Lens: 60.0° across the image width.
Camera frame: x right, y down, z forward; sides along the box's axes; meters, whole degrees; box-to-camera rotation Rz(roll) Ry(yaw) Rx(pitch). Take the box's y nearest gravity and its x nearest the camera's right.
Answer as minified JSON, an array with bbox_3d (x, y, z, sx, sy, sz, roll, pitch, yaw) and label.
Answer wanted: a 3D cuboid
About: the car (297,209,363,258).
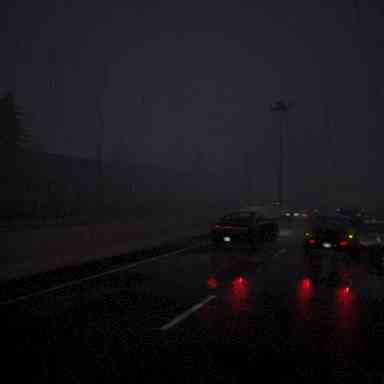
[{"bbox_3d":[5.778,1.664,13.554,1.812,1.442,4.674,0,0,28],"label":"car"}]

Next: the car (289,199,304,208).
[{"bbox_3d":[19.744,2.100,62.623,1.812,1.442,4.674,0,0,28],"label":"car"}]

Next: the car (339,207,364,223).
[{"bbox_3d":[12.560,1.849,26.423,1.994,1.385,4.181,0,0,28],"label":"car"}]

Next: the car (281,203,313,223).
[{"bbox_3d":[9.023,1.801,27.241,2.033,1.411,5.357,0,0,28],"label":"car"}]

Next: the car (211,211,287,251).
[{"bbox_3d":[2.499,1.606,14.847,2.128,1.511,4.902,0,0,28],"label":"car"}]
